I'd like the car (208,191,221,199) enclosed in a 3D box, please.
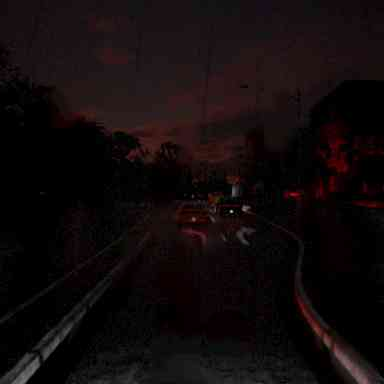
[{"bbox_3d":[3.148,0.631,42.337,1.882,1.535,5.008,0,2,2],"label":"car"}]

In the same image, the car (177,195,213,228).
[{"bbox_3d":[0.096,1.262,20.839,1.882,1.535,5.008,0,2,0],"label":"car"}]

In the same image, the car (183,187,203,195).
[{"bbox_3d":[0.136,0.474,38.958,2.150,2.045,5.566,0,2,1],"label":"car"}]

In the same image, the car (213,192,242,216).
[{"bbox_3d":[2.974,1.102,27.271,1.837,1.490,4.892,0,2,0],"label":"car"}]
